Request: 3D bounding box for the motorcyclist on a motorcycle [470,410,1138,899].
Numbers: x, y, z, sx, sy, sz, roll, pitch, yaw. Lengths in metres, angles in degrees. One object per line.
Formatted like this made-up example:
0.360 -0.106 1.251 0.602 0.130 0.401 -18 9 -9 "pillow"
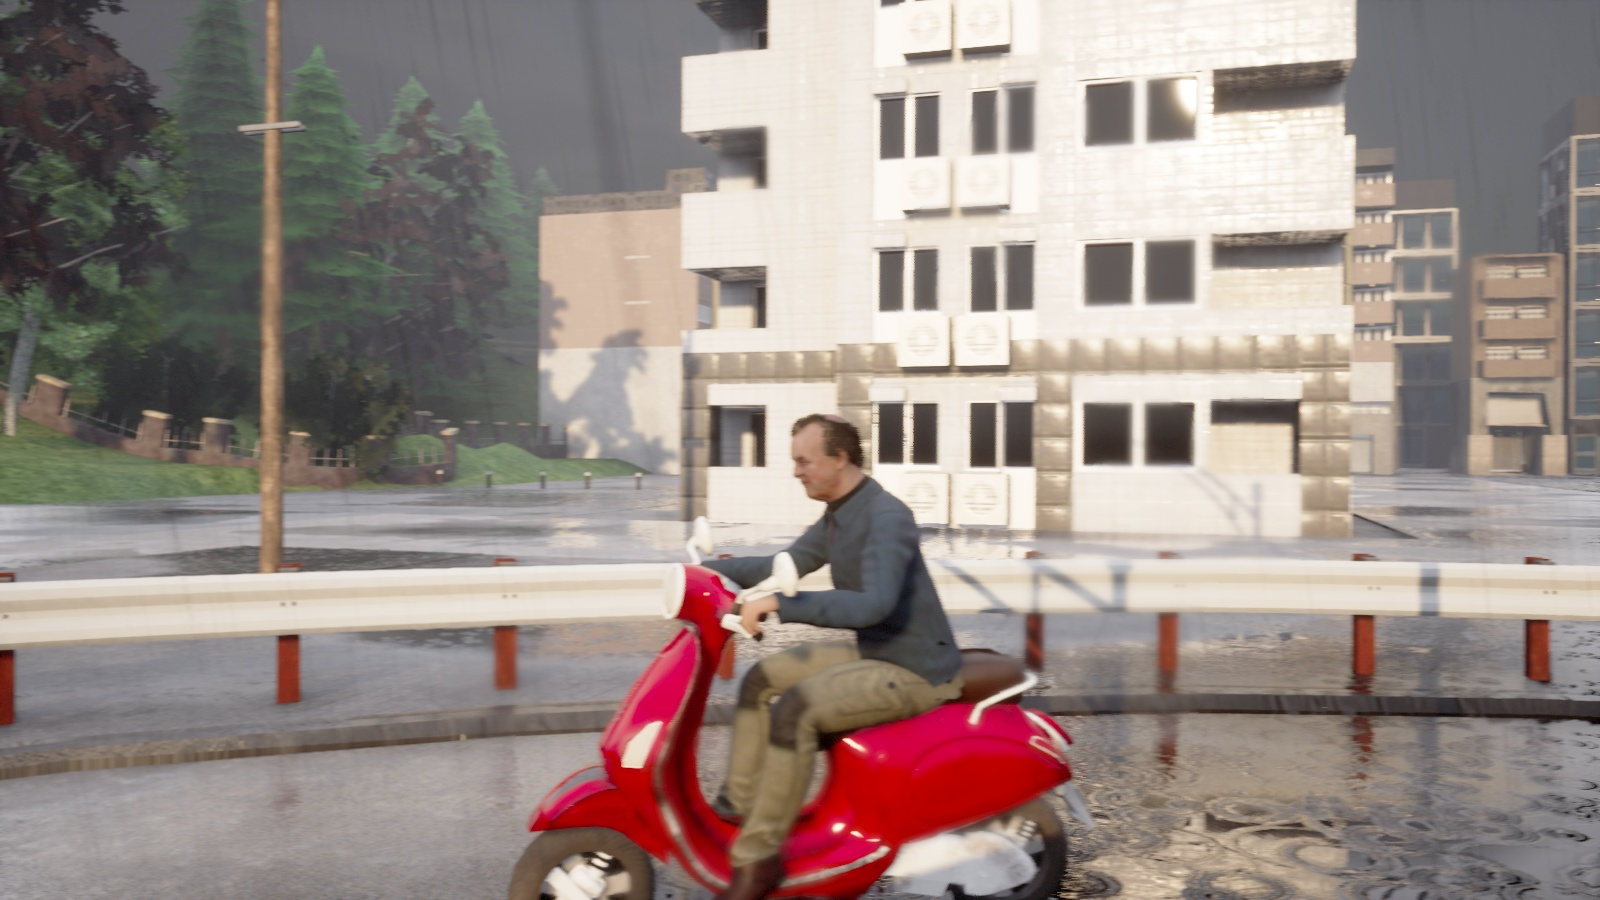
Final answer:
-0.037 0.686 3.755 1.817 1.590 0.866 0 2 -16 "motorcyclist on a motorcycle"
